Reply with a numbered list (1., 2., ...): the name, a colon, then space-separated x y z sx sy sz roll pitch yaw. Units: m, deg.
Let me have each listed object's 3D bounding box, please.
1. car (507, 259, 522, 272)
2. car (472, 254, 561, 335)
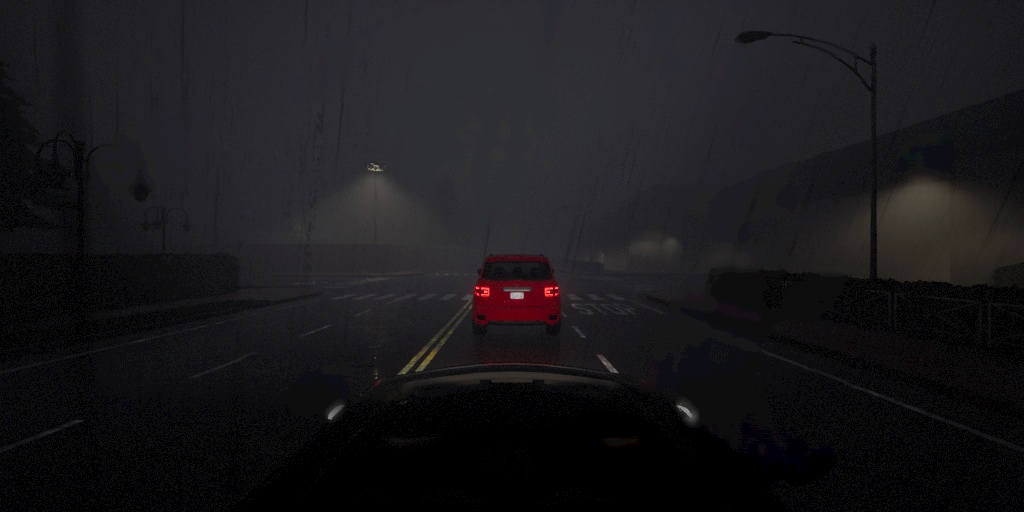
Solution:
1. car: 0.353 1.227 46.382 1.882 1.535 5.008 0 0 1
2. car: 0.118 0.971 10.613 2.150 2.045 5.566 0 0 0
